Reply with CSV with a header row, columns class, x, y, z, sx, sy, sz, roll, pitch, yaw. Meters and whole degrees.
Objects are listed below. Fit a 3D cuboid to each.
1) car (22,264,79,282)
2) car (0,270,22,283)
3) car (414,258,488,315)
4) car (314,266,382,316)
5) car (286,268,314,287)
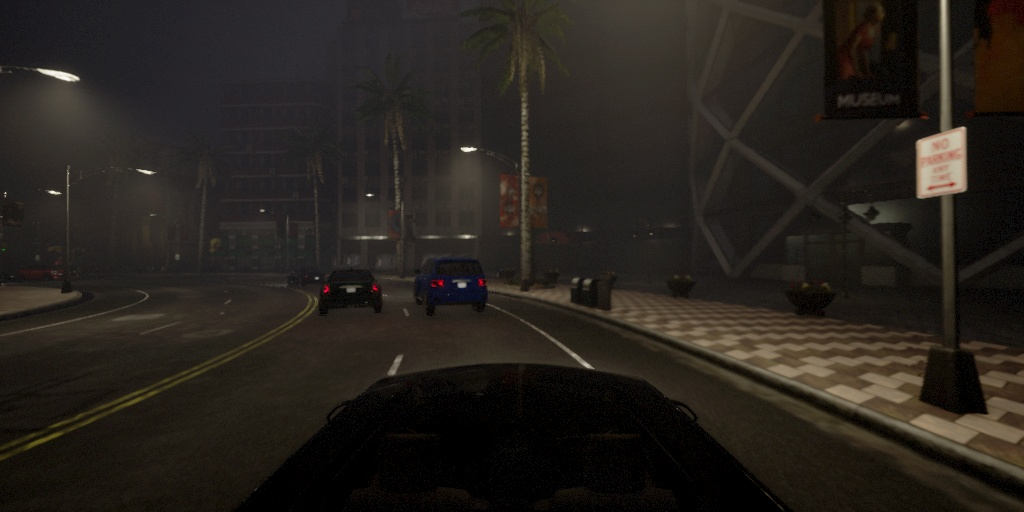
class,x,y,z,sx,sy,sz,roll,pitch,yaw
car,-46.848,1.645,36.255,4.553,1.767,2.097,0,0,5
car,-49.127,1.831,32.958,5.357,1.411,2.033,0,0,4
car,-2.628,1.086,14.545,2.150,2.045,5.566,0,0,-21
car,-6.454,1.237,14.527,2.097,1.767,4.553,0,-1,-23
car,-15.719,1.604,27.528,4.181,1.385,1.994,-1,-1,42
